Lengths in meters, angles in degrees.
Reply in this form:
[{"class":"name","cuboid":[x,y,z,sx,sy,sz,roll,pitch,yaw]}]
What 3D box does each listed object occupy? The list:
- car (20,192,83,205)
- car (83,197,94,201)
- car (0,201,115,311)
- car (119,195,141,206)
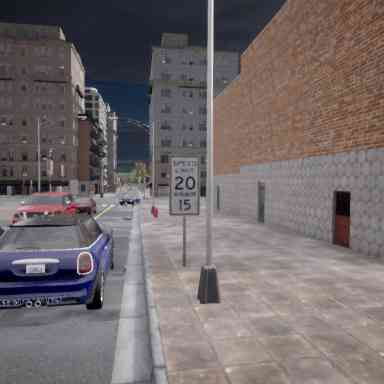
[{"class":"car","cuboid":[-7.500,1.020,17.570,2.150,2.045,5.566,0,1,-10]},{"class":"car","cuboid":[-9.191,1.144,27.893,1.882,1.535,5.008,0,1,-9]},{"class":"car","cuboid":[-2.966,1.278,7.665,2.097,1.767,4.553,0,1,-9]},{"class":"car","cuboid":[-7.928,1.086,42.885,1.895,1.301,4.718,1,0,3]}]
